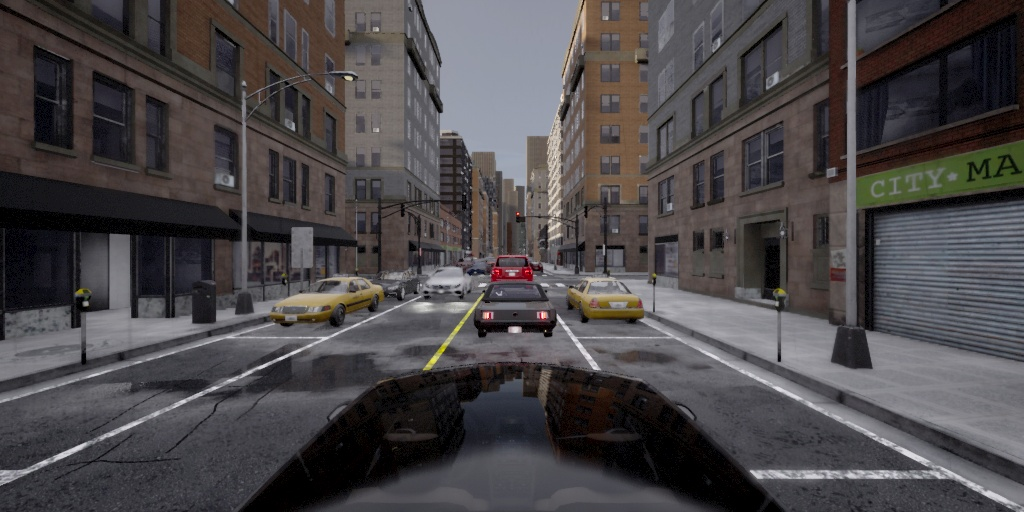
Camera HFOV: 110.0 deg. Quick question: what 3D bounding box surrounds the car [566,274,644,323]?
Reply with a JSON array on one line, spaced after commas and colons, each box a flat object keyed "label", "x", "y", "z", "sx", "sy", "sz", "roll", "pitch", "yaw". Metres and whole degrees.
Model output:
[{"label": "car", "x": 2.860, "y": 1.276, "z": 11.947, "sx": 1.751, "sy": 1.417, "sz": 4.829, "roll": 0, "pitch": 0, "yaw": 0}]

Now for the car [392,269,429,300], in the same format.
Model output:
[{"label": "car", "x": -5.664, "y": 1.302, "z": 17.305, "sx": 2.007, "sy": 1.370, "sz": 4.403, "roll": 0, "pitch": 0, "yaw": 0}]

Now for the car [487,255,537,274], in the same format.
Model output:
[{"label": "car", "x": 0.006, "y": 0.974, "z": 19.957, "sx": 2.150, "sy": 2.045, "sz": 5.566, "roll": 0, "pitch": 0, "yaw": 0}]

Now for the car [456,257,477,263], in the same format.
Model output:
[{"label": "car", "x": -5.656, "y": 1.078, "z": 44.079, "sx": 2.192, "sy": 1.841, "sz": 5.009, "roll": 0, "pitch": 0, "yaw": 0}]

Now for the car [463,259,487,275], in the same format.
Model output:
[{"label": "car", "x": -3.396, "y": 1.306, "z": 38.857, "sx": 2.033, "sy": 1.411, "sz": 5.357, "roll": 0, "pitch": 0, "yaw": 7}]

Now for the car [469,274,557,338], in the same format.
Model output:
[{"label": "car", "x": 0.084, "y": 1.351, "z": 10.187, "sx": 1.895, "sy": 1.301, "sz": 4.718, "roll": 0, "pitch": 0, "yaw": 0}]

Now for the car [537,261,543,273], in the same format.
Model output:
[{"label": "car", "x": 2.869, "y": 1.308, "z": 44.076, "sx": 1.888, "sy": 1.381, "sz": 4.507, "roll": 0, "pitch": 0, "yaw": 0}]

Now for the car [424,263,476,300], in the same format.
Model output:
[{"label": "car", "x": -3.096, "y": 1.277, "z": 17.980, "sx": 1.812, "sy": 1.442, "sz": 4.674, "roll": 0, "pitch": 0, "yaw": 0}]

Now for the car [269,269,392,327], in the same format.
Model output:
[{"label": "car", "x": -5.666, "y": 1.276, "z": 11.610, "sx": 1.751, "sy": 1.417, "sz": 4.829, "roll": 0, "pitch": 0, "yaw": 0}]
